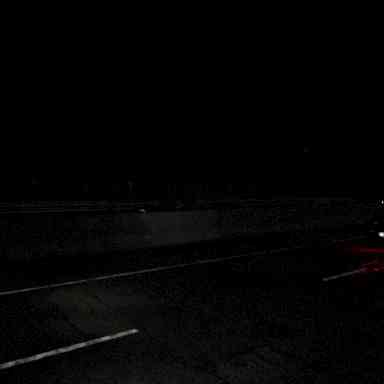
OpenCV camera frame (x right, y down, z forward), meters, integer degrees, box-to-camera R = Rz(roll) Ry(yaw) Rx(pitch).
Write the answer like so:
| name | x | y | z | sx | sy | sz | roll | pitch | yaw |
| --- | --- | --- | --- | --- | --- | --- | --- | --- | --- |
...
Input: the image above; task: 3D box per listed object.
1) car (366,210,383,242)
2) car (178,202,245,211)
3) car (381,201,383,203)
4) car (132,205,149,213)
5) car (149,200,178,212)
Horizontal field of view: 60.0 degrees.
| name | x | y | z | sx | sy | sz | roll | pitch | yaw |
| --- | --- | --- | --- | --- | --- | --- | --- | --- | --- |
| car | 9.716 | 1.476 | 14.976 | 4.892 | 1.490 | 1.837 | 0 | 0 | -35 |
| car | 1.782 | 1.475 | 22.460 | 4.892 | 1.490 | 1.837 | 0 | 0 | -35 |
| car | 31.608 | 1.579 | 52.258 | 4.892 | 1.490 | 1.837 | 0 | 0 | -35 |
| car | -2.577 | 1.447 | 27.949 | 5.008 | 1.535 | 1.882 | 0 | 0 | -35 |
| car | -0.527 | 1.495 | 25.094 | 4.674 | 1.442 | 1.812 | 0 | 0 | -36 |
